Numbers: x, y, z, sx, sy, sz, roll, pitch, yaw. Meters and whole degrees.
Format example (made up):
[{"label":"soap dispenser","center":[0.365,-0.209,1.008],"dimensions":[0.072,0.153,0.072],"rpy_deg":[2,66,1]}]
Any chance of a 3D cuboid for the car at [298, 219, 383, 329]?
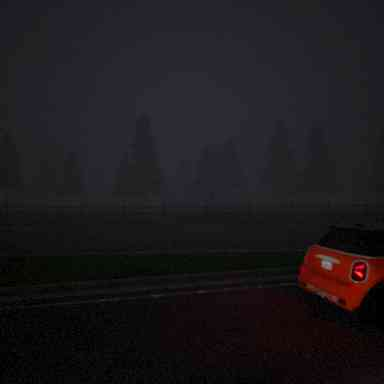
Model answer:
[{"label":"car","center":[4.639,1.415,6.849],"dimensions":[4.553,1.767,2.097],"rpy_deg":[0,-1,-13]}]
